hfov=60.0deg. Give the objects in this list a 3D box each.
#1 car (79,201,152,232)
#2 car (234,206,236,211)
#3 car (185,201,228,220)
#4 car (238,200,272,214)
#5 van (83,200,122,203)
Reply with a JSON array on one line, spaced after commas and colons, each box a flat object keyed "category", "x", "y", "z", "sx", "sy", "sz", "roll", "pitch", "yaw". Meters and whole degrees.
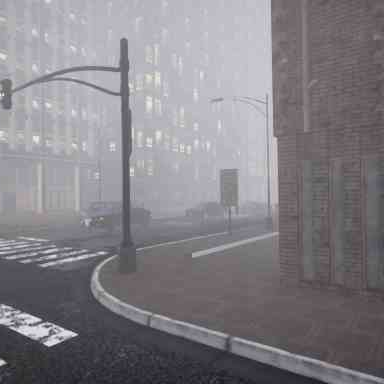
[{"category": "car", "x": -4.598, "y": 1.558, "z": 20.949, "sx": 2.128, "sy": 1.511, "sz": 4.902, "roll": -1, "pitch": -1, "yaw": 34}, {"category": "car", "x": 6.865, "y": 1.689, "z": 41.370, "sx": 1.752, "sy": 1.417, "sz": 4.829, "roll": -2, "pitch": -1, "yaw": 36}, {"category": "car", "x": 1.329, "y": 1.563, "z": 29.197, "sx": 1.882, "sy": 1.535, "sz": 5.008, "roll": -1, "pitch": -1, "yaw": 36}, {"category": "car", "x": 7.282, "y": 1.707, "z": 37.485, "sx": 1.895, "sy": 1.301, "sz": 4.718, "roll": -1, "pitch": -1, "yaw": 36}, {"category": "van", "x": -5.974, "y": 1.460, "z": 23.464, "sx": 1.690, "sy": 1.788, "sz": 3.998, "roll": -2, "pitch": -1, "yaw": 36}]
